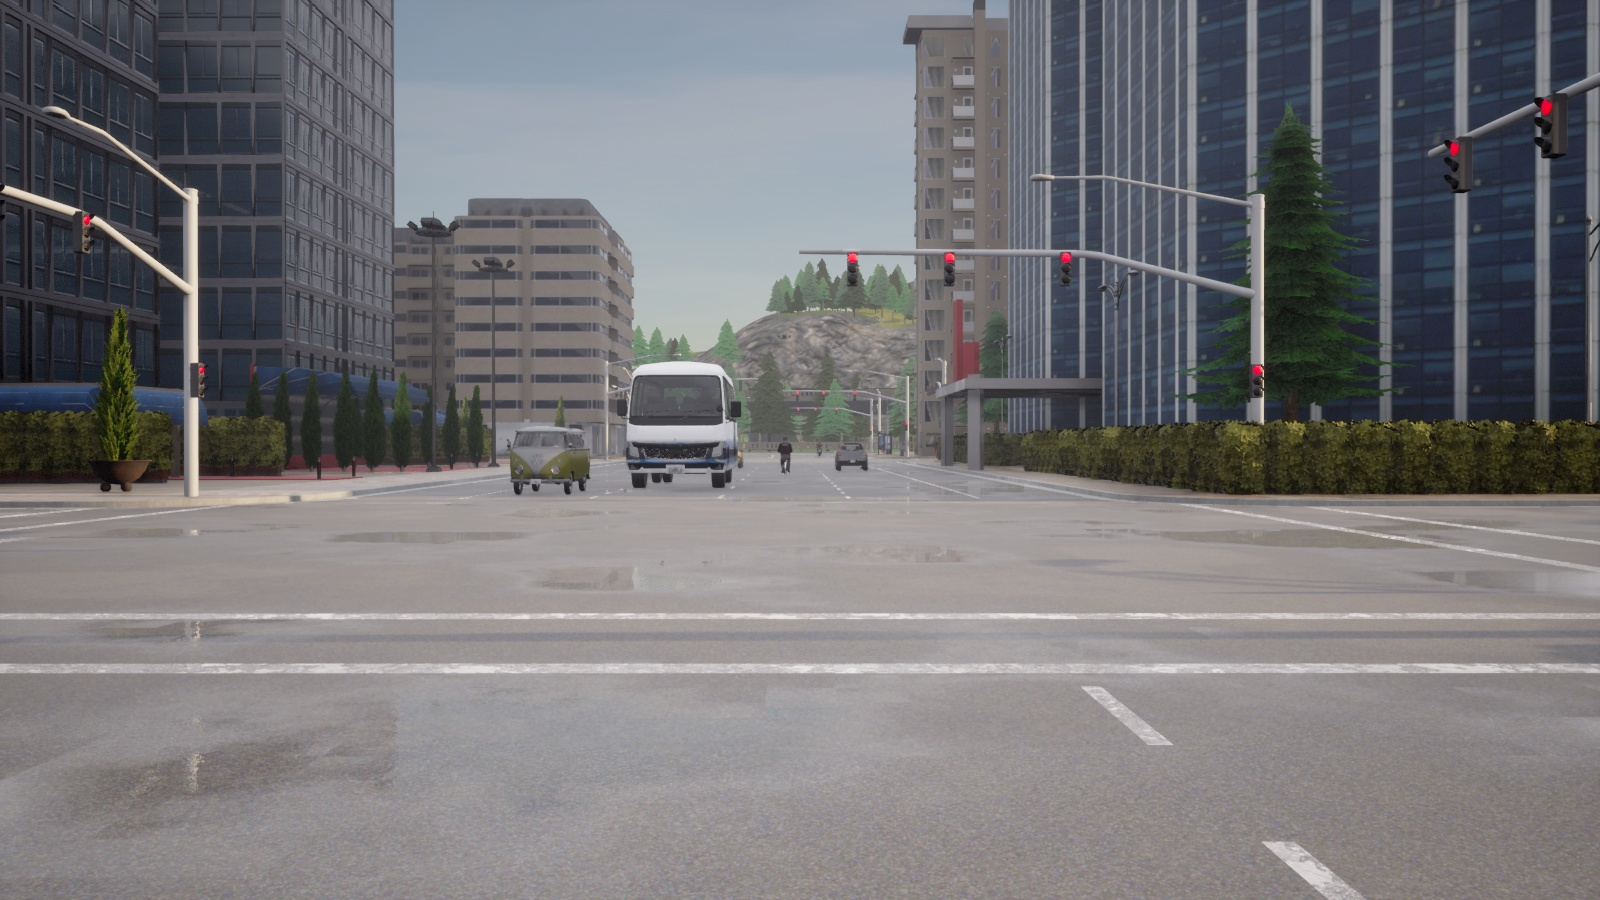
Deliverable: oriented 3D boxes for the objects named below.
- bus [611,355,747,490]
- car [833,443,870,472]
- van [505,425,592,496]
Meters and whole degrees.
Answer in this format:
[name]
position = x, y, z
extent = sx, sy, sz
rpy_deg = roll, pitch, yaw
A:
[bus]
position = -4.035, -0.885, 44.624
extent = 3.944, 4.253, 10.273
rpy_deg = 0, 0, -1
[car]
position = 2.754, 0.378, 68.181
extent = 1.845, 1.501, 3.633
rpy_deg = 0, 0, -1
[van]
position = -7.468, 0.280, 37.705
extent = 1.775, 1.987, 4.442
rpy_deg = 0, 0, -1
